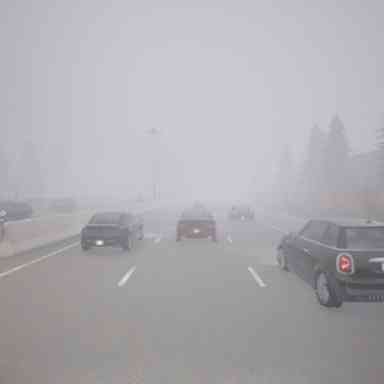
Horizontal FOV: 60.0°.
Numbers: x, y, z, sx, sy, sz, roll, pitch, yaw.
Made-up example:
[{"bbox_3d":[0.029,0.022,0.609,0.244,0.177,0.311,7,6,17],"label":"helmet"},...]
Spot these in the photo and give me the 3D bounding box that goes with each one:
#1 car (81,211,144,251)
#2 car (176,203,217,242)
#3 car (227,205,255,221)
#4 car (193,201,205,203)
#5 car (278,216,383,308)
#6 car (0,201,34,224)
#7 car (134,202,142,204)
[{"bbox_3d":[-3.308,1.580,14.490,1.837,1.490,4.892,0,0,1],"label":"car"},{"bbox_3d":[0.253,1.559,17.085,1.882,1.535,5.008,0,0,1],"label":"car"},{"bbox_3d":[4.073,1.733,28.480,1.895,1.301,4.718,0,0,2],"label":"car"},{"bbox_3d":[0.794,1.696,35.820,1.812,1.442,4.674,0,0,2],"label":"car"},{"bbox_3d":[3.602,1.388,8.156,2.097,1.767,4.553,0,0,0],"label":"car"},{"bbox_3d":[-13.740,1.486,24.822,2.097,1.767,4.553,0,0,2],"label":"car"},{"bbox_3d":[-9.057,1.528,60.627,2.150,2.045,5.566,0,0,2],"label":"car"}]
